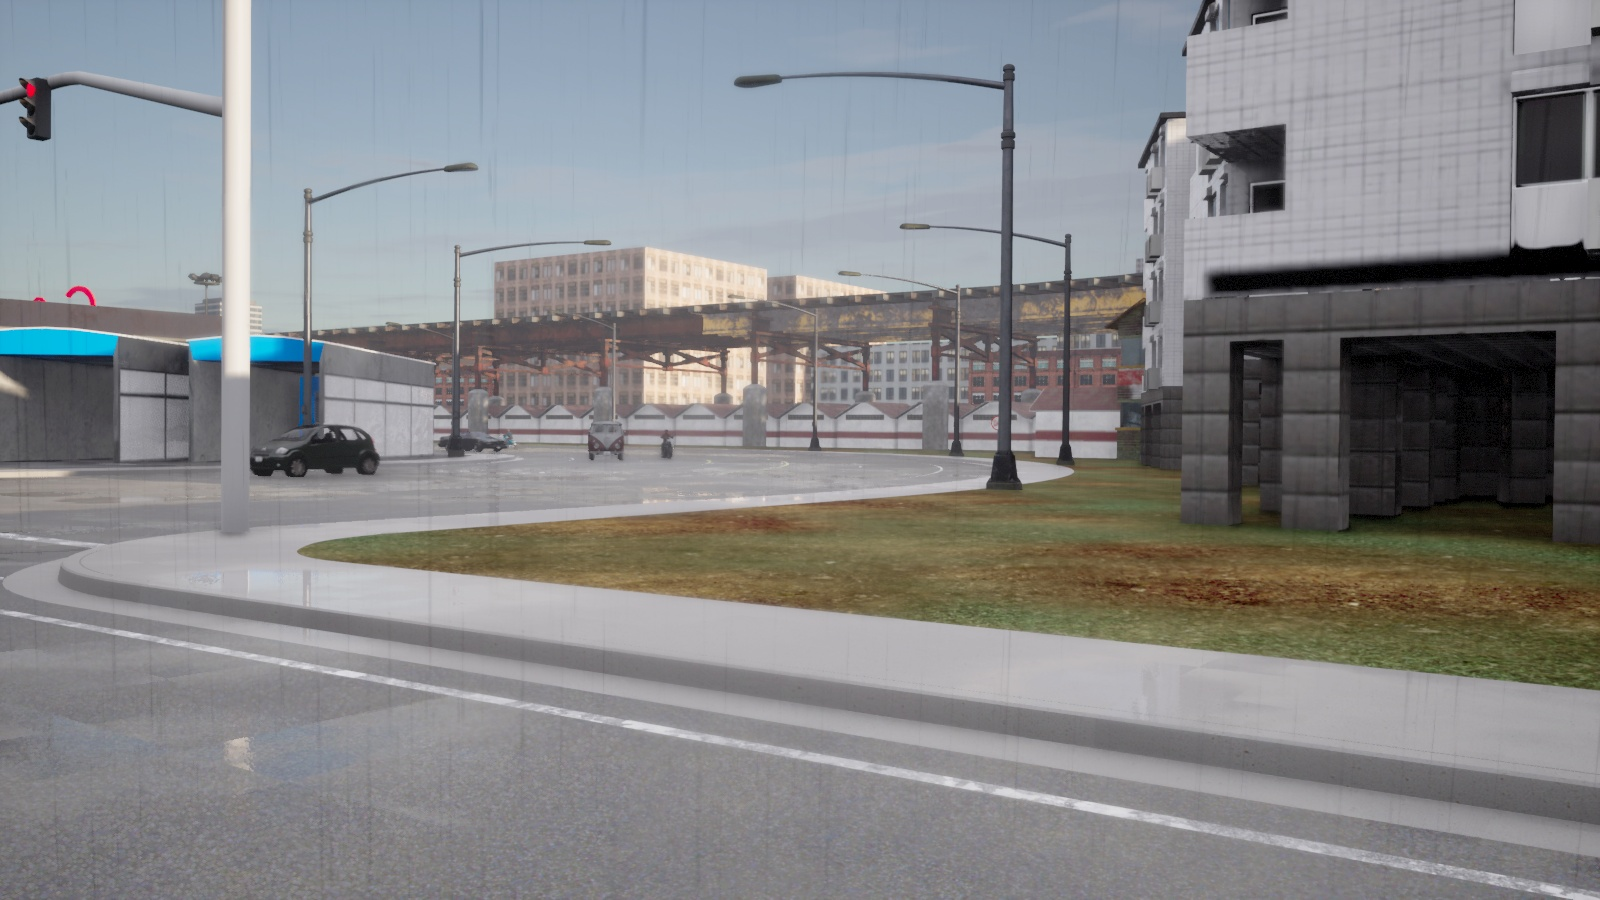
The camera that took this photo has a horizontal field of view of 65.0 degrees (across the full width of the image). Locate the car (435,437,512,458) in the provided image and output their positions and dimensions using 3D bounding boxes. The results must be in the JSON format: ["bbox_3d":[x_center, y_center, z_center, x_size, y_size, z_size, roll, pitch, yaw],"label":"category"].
[{"bbox_3d":[-21.975,-0.175,84.377,5.357,1.411,2.033,0,1,36],"label":"car"}]

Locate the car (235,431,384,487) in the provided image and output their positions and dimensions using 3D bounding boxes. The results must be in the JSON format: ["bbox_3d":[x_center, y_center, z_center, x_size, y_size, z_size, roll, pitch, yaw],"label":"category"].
[{"bbox_3d":[-15.041,0.237,38.714,1.851,1.617,3.988,0,1,29],"label":"car"}]

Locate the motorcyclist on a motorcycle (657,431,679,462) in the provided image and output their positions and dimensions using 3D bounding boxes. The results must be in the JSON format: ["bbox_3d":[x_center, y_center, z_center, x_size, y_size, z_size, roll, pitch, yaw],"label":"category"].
[{"bbox_3d":[-7.247,-0.191,68.653,0.766,1.649,2.350,-1,1,-16],"label":"motorcyclist on a motorcycle"}]

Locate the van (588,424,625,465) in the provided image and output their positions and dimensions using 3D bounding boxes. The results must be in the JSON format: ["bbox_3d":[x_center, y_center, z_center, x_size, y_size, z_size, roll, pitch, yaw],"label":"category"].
[{"bbox_3d":[-9.839,-0.297,63.726,1.775,1.987,4.442,-1,1,-9],"label":"van"}]
